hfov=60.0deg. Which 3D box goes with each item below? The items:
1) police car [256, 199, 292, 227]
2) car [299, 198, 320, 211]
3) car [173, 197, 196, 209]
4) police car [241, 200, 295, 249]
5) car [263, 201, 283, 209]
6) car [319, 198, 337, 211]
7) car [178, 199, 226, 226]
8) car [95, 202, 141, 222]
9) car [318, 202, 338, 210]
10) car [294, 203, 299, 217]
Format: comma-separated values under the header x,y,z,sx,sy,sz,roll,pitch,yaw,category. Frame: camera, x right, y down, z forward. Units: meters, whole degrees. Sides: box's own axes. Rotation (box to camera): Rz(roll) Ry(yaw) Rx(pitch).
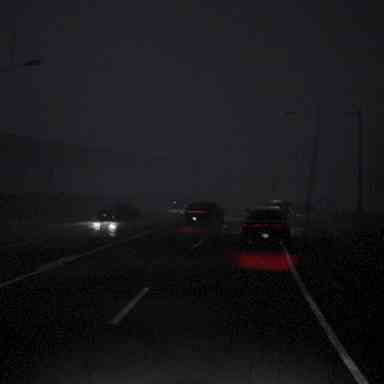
x,y,z,sx,sy,sz,roll,pitch,yaw,category
5.862,1.348,23.360,1.930,1.638,5.238,0,0,19,police car
15.556,1.881,45.243,1.994,1.385,4.181,0,-2,34,car
-0.752,1.435,45.190,2.097,1.767,4.553,0,-1,29,car
3.285,1.372,14.661,1.930,1.638,5.238,0,0,14,police car
15.114,2.476,62.102,1.994,1.385,4.181,0,-3,40,car
21.554,1.970,53.529,2.150,2.045,5.566,0,-3,40,car
1.013,1.415,23.007,1.837,1.490,4.892,-1,-1,20,car
-5.561,1.451,25.418,1.994,1.385,4.181,0,0,18,car
26.581,2.758,64.863,2.128,1.511,4.902,0,-3,40,car
7.758,1.453,28.352,1.812,1.442,4.674,0,0,22,car
